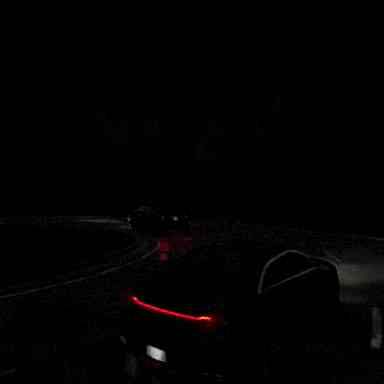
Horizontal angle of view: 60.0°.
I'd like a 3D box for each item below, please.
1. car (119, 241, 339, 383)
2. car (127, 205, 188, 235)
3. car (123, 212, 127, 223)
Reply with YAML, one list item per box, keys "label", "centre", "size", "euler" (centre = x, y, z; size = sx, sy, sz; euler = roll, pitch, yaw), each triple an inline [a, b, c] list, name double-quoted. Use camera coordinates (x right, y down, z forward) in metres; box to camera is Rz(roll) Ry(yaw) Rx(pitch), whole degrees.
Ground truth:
- label: "car"
  centre: [1.048, 1.578, 5.576]
  size: [2.128, 1.511, 4.902]
  euler: [0, -1, 36]
- label: "car"
  centre: [-2.165, 1.642, 21.387]
  size: [2.097, 1.767, 4.553]
  euler: [0, -1, -34]
- label: "car"
  centre: [-3.444, 1.854, 27.059]
  size: [4.902, 1.511, 2.128]
  euler: [0, -1, 32]
